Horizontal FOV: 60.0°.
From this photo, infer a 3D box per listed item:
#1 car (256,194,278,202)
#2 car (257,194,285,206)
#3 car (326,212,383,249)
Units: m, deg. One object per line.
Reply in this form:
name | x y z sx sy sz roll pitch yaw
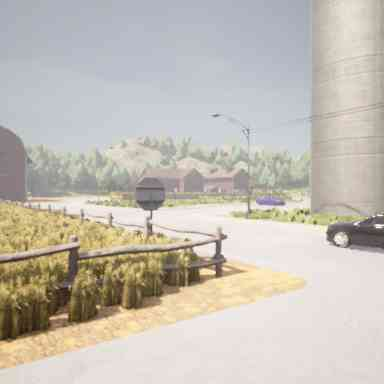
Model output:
car | 16.462 1.286 73.183 1.932 1.855 4.605 0 0 -36
car | 12.960 1.462 54.213 2.242 1.667 4.611 0 0 -36
car | 7.485 1.499 12.472 1.837 1.490 4.892 0 0 -36
